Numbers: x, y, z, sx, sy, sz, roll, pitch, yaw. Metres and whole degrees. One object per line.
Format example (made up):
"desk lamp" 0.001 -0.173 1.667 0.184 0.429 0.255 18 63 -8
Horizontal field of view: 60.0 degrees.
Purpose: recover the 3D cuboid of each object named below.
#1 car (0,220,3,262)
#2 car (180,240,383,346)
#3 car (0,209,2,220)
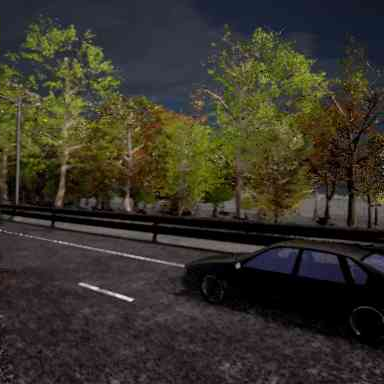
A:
"car" -7.961 1.612 10.655 5.357 1.411 2.033 0 -1 40
"car" 2.274 1.703 6.690 5.357 1.411 2.033 0 -1 40
"car" -13.216 1.307 19.592 5.566 2.045 2.150 1 -1 40
